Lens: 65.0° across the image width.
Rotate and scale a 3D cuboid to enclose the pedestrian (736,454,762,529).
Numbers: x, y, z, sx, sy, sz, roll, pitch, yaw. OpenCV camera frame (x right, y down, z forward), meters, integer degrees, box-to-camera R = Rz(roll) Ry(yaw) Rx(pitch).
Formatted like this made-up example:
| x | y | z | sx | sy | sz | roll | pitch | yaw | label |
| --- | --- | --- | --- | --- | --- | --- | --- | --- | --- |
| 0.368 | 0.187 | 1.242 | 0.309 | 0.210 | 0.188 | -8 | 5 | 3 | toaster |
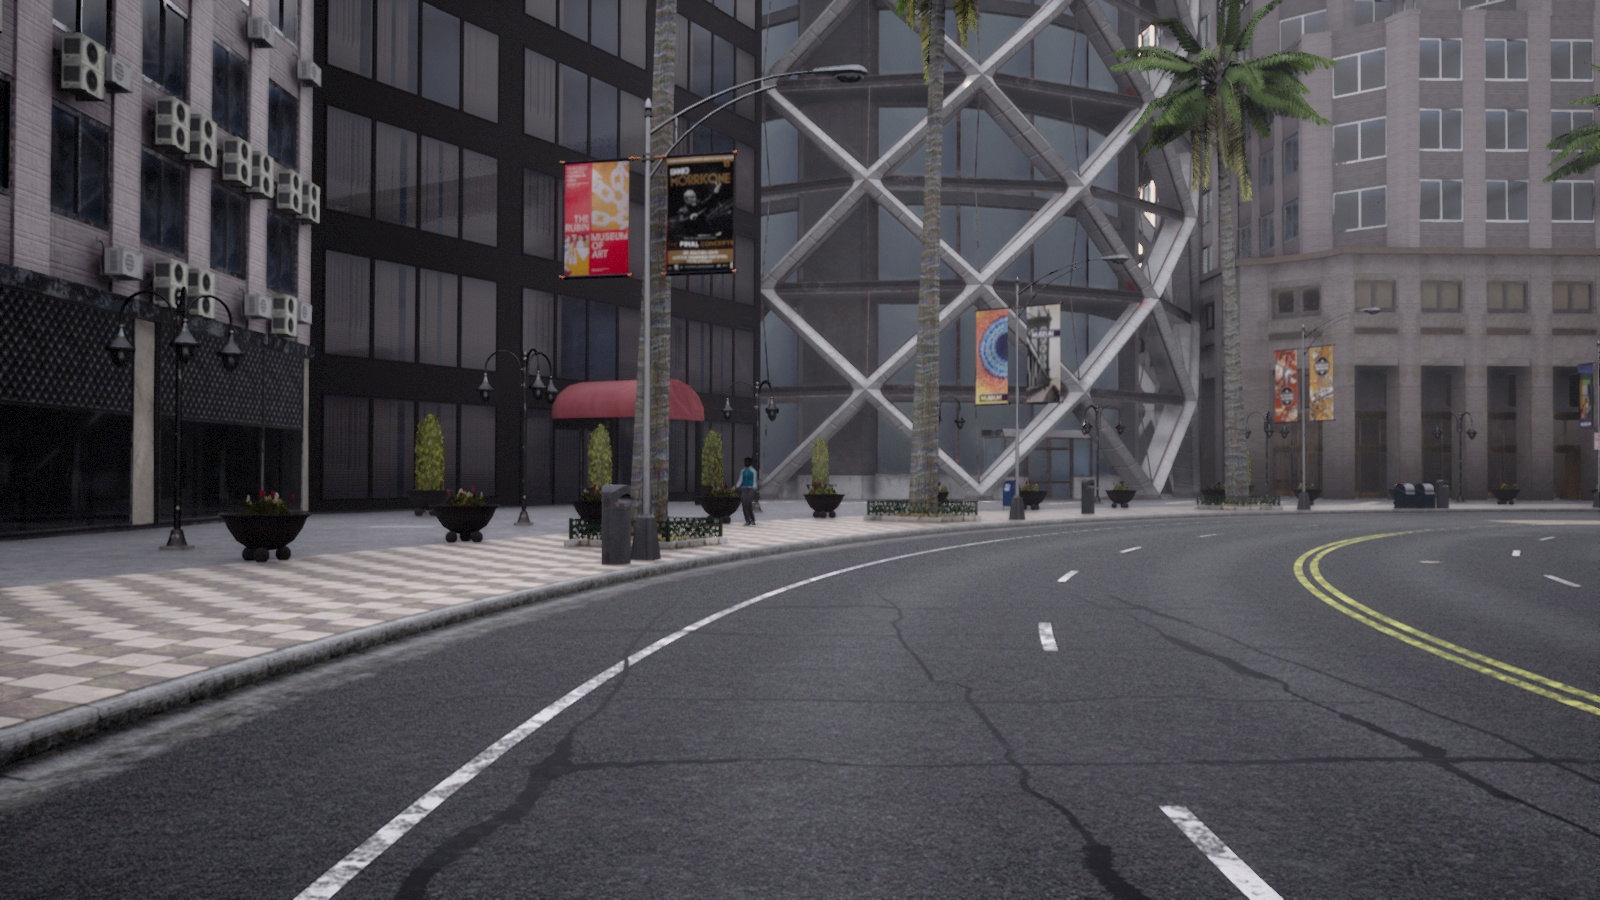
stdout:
| x | y | z | sx | sy | sz | roll | pitch | yaw | label |
| --- | --- | --- | --- | --- | --- | --- | --- | --- | --- |
| -1.333 | 1.072 | 32.718 | 0.396 | 1.930 | 0.692 | -1 | -1 | 24 | pedestrian |
